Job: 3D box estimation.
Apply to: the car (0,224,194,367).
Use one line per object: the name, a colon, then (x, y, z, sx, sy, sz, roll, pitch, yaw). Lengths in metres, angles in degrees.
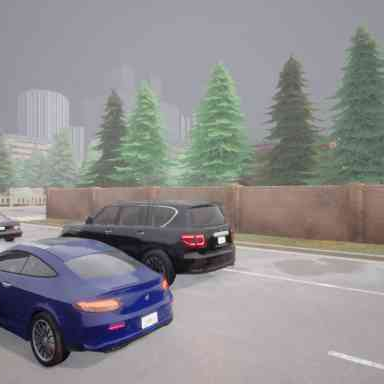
car: (-2.430, 1.526, 5.742, 4.674, 1.442, 1.812, 0, 0, 36)

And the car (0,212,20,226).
car: (-9.773, 1.547, 15.275, 5.357, 1.411, 2.033, 0, 0, 39)

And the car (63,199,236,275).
car: (-1.478, 1.221, 9.359, 5.566, 2.045, 2.150, 0, 0, 36)
